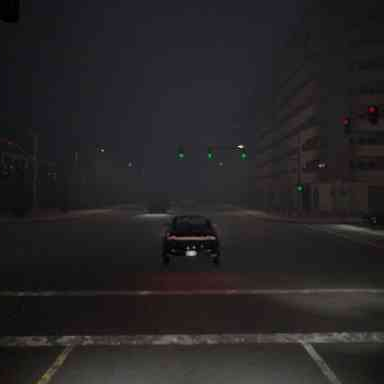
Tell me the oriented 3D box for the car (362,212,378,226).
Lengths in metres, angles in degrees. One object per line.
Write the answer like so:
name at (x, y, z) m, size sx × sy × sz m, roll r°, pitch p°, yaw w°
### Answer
car at (14.528, 1.700, 23.217) m, size 4.892 × 1.490 × 1.837 m, roll 0°, pitch 0°, yaw -1°

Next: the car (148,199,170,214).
car at (-4.022, 1.836, 39.538) m, size 1.994 × 1.385 × 4.181 m, roll 0°, pitch 0°, yaw 0°

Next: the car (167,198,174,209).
car at (-4.117, 1.864, 49.368) m, size 1.812 × 1.442 × 4.674 m, roll 0°, pitch 0°, yaw 0°

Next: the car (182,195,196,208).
car at (-0.540, 1.607, 57.074) m, size 2.150 × 2.045 × 5.566 m, roll 0°, pitch 0°, yaw -1°

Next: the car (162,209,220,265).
car at (-0.041, 1.611, 12.251) m, size 2.128 × 1.511 × 4.902 m, roll 0°, pitch 0°, yaw 0°

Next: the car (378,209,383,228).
car at (3.497, 1.229, 1.583) m, size 2.150 × 2.045 × 5.566 m, roll 0°, pitch 0°, yaw 2°

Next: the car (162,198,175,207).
car at (-4.169, 1.886, 59.682) m, size 1.882 × 1.535 × 5.008 m, roll 0°, pitch 0°, yaw -1°
